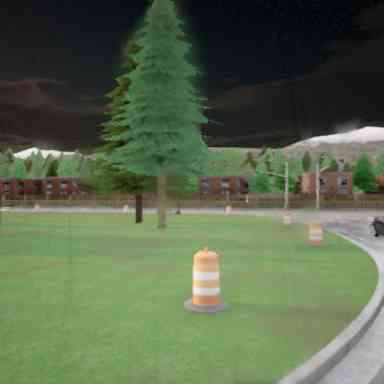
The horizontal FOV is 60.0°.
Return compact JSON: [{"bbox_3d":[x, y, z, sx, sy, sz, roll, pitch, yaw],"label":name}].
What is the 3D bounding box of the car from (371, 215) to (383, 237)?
[{"bbox_3d":[10.750,1.775,17.046,1.837,1.490,4.892,0,-1,12],"label":"car"}]
